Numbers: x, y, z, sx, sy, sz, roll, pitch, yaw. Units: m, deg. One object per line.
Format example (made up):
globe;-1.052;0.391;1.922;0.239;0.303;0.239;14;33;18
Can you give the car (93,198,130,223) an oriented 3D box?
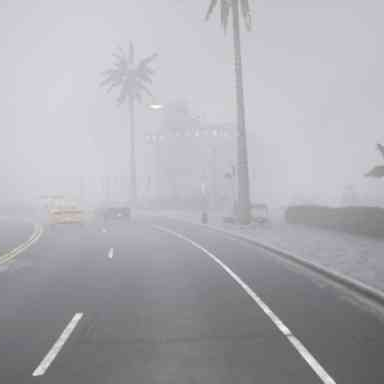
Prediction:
car;-6.242;1.479;25.497;1.882;1.535;5.008;0;0;-28

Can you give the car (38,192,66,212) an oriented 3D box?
car;-16.489;1.234;38.271;5.566;2.045;2.150;0;0;41

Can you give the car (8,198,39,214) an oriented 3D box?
car;-19.100;1.563;36.002;5.357;1.411;2.033;0;0;41

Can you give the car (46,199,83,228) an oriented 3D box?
car;-8.617;1.483;22.530;1.882;1.535;5.008;0;0;-25

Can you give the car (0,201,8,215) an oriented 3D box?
car;-19.922;1.565;31.925;5.357;1.411;2.033;0;0;44

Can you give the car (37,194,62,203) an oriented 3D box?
car;-28.666;1.274;66.896;4.553;1.767;2.185;0;0;26
